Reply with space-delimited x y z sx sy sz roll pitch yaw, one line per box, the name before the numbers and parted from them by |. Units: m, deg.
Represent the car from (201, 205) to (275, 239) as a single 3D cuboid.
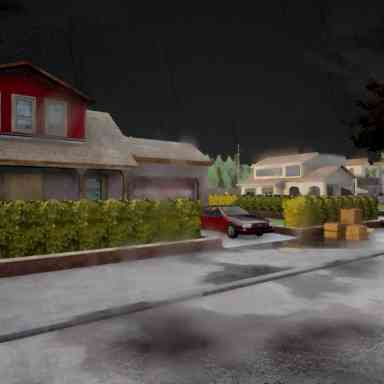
car | 1.561 1.356 16.546 2.033 1.415 5.357 0 0 -33
